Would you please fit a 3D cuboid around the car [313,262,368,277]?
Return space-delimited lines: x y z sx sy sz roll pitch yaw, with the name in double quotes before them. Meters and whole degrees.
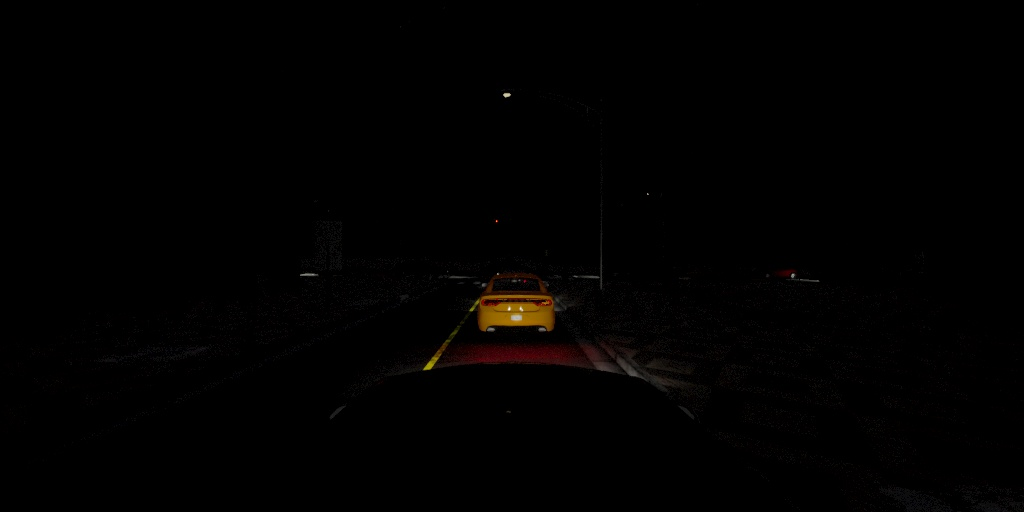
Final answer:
"car" -14.762 1.114 30.957 4.403 1.370 2.007 0 0 0

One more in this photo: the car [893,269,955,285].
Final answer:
"car" 34.719 1.862 31.014 4.507 1.381 1.888 0 0 0

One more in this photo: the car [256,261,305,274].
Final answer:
"car" -21.937 1.027 33.713 4.181 1.385 1.994 1 0 0

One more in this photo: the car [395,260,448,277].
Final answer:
"car" -8.478 1.165 33.709 4.892 1.490 1.837 1 0 0

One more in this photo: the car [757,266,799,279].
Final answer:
"car" 29.090 1.763 39.544 4.507 1.381 1.888 0 0 0

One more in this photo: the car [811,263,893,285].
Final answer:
"car" 29.075 1.538 31.018 5.009 1.841 2.192 0 0 0

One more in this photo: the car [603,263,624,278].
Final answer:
"car" 11.905 1.454 36.890 4.892 1.490 1.837 1 0 0

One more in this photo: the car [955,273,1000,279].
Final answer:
"car" 40.369 1.993 31.009 4.207 1.307 1.802 0 0 0

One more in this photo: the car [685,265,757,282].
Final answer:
"car" 17.958 1.569 31.027 4.829 1.417 1.751 0 0 0

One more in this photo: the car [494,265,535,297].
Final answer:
"car" 0.113 1.296 20.306 2.033 1.411 5.357 0 0 0

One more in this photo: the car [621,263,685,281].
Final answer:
"car" 12.146 1.522 31.032 4.313 1.339 1.948 0 0 0

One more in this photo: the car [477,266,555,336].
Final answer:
"car" 0.104 1.227 10.479 1.882 1.535 5.008 0 0 0
